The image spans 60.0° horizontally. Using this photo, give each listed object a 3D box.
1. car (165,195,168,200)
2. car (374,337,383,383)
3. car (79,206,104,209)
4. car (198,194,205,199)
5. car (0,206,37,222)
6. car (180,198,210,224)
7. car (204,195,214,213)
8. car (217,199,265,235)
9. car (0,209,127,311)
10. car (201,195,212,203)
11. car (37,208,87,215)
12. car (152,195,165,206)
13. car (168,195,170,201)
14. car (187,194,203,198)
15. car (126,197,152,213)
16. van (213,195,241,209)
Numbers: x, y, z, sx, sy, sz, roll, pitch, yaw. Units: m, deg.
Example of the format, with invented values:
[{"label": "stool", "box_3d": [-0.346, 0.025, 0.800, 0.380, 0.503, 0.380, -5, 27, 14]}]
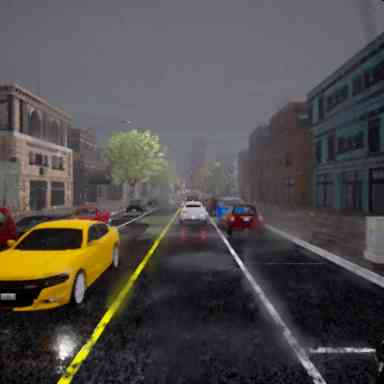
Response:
[{"label": "car", "box_3d": [-5.697, 1.324, 57.090, 2.008, 1.369, 4.403, -1, 0, 0]}, {"label": "car", "box_3d": [2.687, 1.544, 1.651, 2.008, 1.369, 4.403, -1, 0, 0]}, {"label": "car", "box_3d": [-5.694, 1.472, 18.282, 1.887, 1.381, 4.507, -1, 0, 0]}, {"label": "car", "box_3d": [2.683, 1.163, 90.525, 1.752, 1.417, 4.829, -1, 0, 0]}, {"label": "car", "box_3d": [-5.695, 1.286, 7.193, 2.192, 1.841, 5.009, -1, 0, 0]}, {"label": "car", "box_3d": [0.097, 1.430, 24.040, 1.812, 1.442, 4.674, 0, 0, 0]}, {"label": "car", "box_3d": [2.683, 1.176, 34.914, 2.192, 1.841, 5.009, -1, 0, 0]}, {"label": "car", "box_3d": [2.685, 1.368, 18.282, 1.967, 1.590, 4.097, -1, 0, 0]}, {"label": "car", "box_3d": [-3.095, 1.446, 8.108, 1.882, 1.535, 5.008, 0, 1, 0]}, {"label": "car", "box_3d": [2.684, 1.295, 62.635, 1.887, 1.381, 4.507, -1, 0, 0]}, {"label": "car", "box_3d": [-5.693, 1.515, 12.738, 1.947, 1.339, 4.313, -1, 0, 0]}, {"label": "car", "box_3d": [-5.696, 1.361, 51.546, 1.947, 1.339, 4.313, -1, 0, 0]}, {"label": "car", "box_3d": [-5.697, 1.288, 73.722, 1.802, 1.307, 4.206, 0, 0, 0]}, {"label": "car", "box_3d": [0.097, 1.172, 44.917, 2.097, 1.767, 4.553, 0, 0, 0]}, {"label": "car", "box_3d": [-5.695, 1.427, 34.914, 1.947, 1.339, 4.313, -1, 0, 0]}, {"label": "van", "box_3d": [2.684, 1.247, 23.826, 1.690, 1.788, 3.998, -1, 0, 0]}]
